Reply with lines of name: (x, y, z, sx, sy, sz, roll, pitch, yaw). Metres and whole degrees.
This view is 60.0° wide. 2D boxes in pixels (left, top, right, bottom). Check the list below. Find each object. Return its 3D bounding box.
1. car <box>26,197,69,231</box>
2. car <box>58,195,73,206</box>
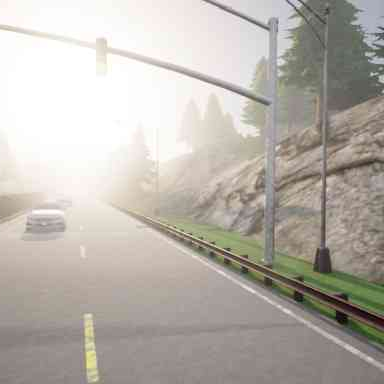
car: (-8.106, 1.262, 18.753, 1.812, 1.442, 4.674, 1, 1, -19)
car: (-16.453, 1.004, 43.014, 1.895, 1.301, 4.718, 1, 0, -19)
